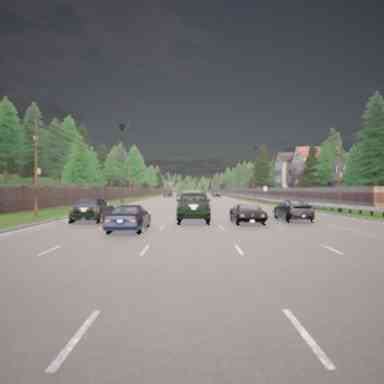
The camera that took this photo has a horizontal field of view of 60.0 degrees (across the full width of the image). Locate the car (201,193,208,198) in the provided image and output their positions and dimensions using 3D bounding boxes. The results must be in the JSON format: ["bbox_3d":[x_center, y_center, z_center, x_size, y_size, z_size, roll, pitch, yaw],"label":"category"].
[{"bbox_3d":[3.514,0.870,93.229,1.994,1.385,4.181,0,0,0],"label":"car"}]

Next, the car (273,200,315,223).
[{"bbox_3d":[7.104,1.320,23.554,2.128,1.511,4.902,0,0,0],"label":"car"}]

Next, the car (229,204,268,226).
[{"bbox_3d":[3.603,1.440,22.087,1.895,1.301,4.718,0,0,0],"label":"car"}]

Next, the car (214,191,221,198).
[{"bbox_3d":[7.014,0.913,93.259,1.895,1.301,4.718,0,0,0],"label":"car"}]

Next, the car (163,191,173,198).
[{"bbox_3d":[-6.986,0.845,92.814,2.128,1.511,4.902,0,0,0],"label":"car"}]

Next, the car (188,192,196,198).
[{"bbox_3d":[0.014,0.860,92.813,2.033,1.411,5.357,0,0,0],"label":"car"}]

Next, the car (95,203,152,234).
[{"bbox_3d":[-3.398,1.415,18.179,2.033,1.411,5.357,0,0,0],"label":"car"}]

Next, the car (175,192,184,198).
[{"bbox_3d":[-3.486,0.845,92.813,2.128,1.511,4.902,0,0,0],"label":"car"}]

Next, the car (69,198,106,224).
[{"bbox_3d":[-6.897,1.183,23.302,2.097,1.767,4.553,0,0,0],"label":"car"}]

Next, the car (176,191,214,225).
[{"bbox_3d":[0.104,1.056,22.773,2.150,2.045,5.566,0,0,0],"label":"car"}]
